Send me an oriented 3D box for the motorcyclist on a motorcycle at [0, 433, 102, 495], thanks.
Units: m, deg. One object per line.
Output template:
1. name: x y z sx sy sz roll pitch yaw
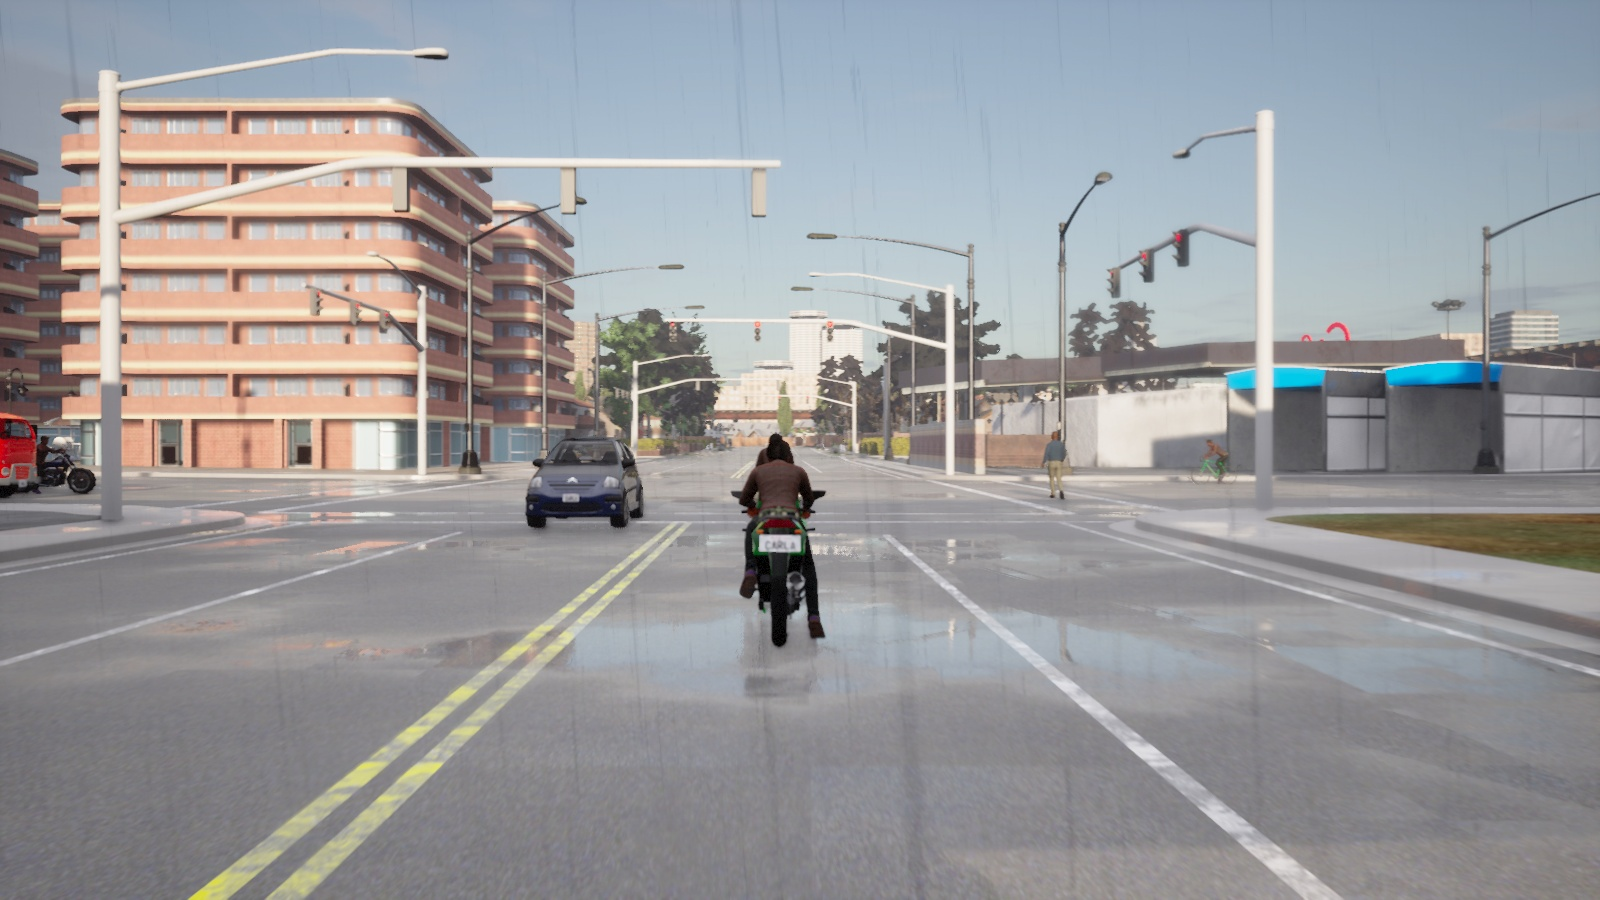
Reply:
1. motorcyclist on a motorcycle: -20.568 0.369 34.499 2.350 1.649 0.766 1 0 -1

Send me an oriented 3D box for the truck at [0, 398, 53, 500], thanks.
1. truck: -21.861 -0.063 31.057 5.204 2.467 2.627 1 0 0

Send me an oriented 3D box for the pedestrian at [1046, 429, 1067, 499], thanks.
1. pedestrian: 6.710 0.360 32.854 0.370 1.835 0.726 0 0 -3

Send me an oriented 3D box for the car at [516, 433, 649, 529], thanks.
1. car: -3.922 0.511 23.248 1.851 1.617 3.988 0 0 -1

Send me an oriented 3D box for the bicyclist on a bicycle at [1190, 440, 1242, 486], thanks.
1. bicyclist on a bicycle: 14.703 0.457 44.390 1.656 1.620 0.582 0 0 0

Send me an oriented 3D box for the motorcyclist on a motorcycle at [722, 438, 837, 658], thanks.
1. motorcyclist on a motorcycle: -0.159 0.674 9.731 0.797 1.523 2.044 0 0 -1
